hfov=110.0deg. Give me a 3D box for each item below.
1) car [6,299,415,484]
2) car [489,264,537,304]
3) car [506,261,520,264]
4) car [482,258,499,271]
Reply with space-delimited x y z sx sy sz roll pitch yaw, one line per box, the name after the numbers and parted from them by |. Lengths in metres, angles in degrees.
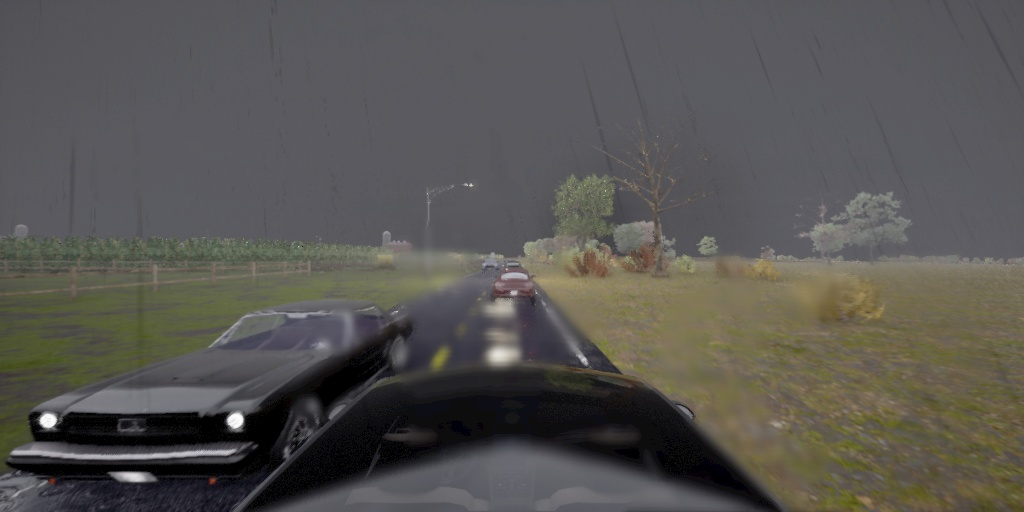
-2.851 1.350 4.899 1.895 1.301 4.718 0 0 0 | car
0.100 1.270 16.258 1.812 1.442 4.674 0 0 0 | car
0.102 1.246 34.557 1.837 1.490 4.892 0 0 0 | car
-2.827 1.101 47.859 2.097 1.767 4.553 0 0 0 | car
